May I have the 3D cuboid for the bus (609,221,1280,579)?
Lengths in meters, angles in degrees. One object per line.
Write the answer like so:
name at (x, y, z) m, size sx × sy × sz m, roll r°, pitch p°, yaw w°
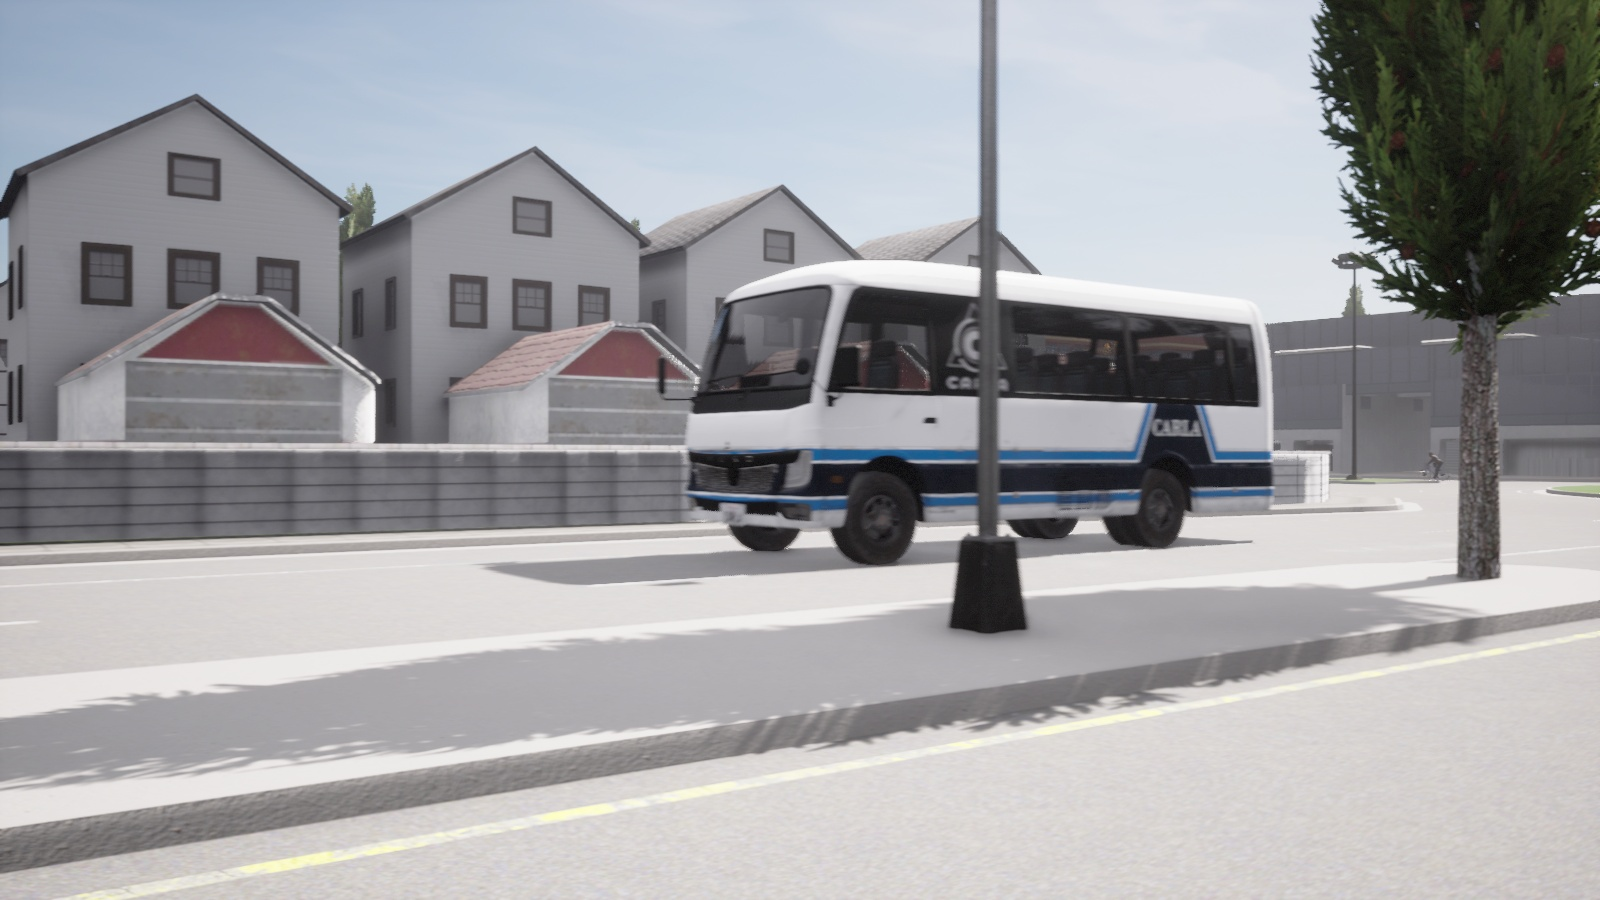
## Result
bus at (2.589, -0.589, 19.472) m, size 10.273 × 4.253 × 3.944 m, roll 0°, pitch 0°, yaw -35°
